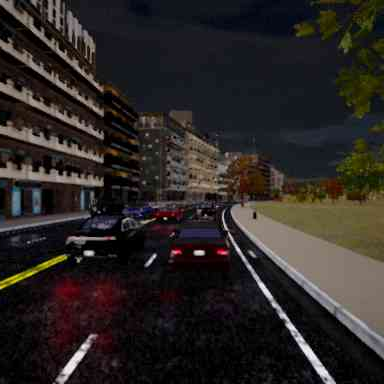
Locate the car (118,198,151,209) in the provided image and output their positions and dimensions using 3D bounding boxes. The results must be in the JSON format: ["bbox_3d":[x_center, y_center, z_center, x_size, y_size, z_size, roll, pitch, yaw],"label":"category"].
[{"bbox_3d":[-5.226,1.683,32.198,2.097,1.767,4.553,0,-1,5],"label":"car"}]

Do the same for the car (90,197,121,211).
[{"bbox_3d":[-8.386,1.571,33.580,2.150,2.045,5.566,0,-1,5],"label":"car"}]

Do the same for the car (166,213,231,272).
[{"bbox_3d":[0.283,1.657,11.185,2.033,1.411,5.357,0,-1,2],"label":"car"}]

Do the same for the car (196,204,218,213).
[{"bbox_3d":[1.379,1.811,30.878,2.128,1.511,4.902,0,-1,5],"label":"car"}]

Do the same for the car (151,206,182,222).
[{"bbox_3d":[-1.999,1.902,29.384,1.895,1.301,4.718,0,-1,4],"label":"car"}]

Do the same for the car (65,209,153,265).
[{"bbox_3d":[-2.928,1.609,12.176,2.128,1.511,4.902,0,-1,2],"label":"car"}]
